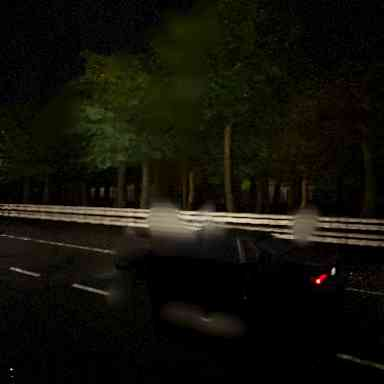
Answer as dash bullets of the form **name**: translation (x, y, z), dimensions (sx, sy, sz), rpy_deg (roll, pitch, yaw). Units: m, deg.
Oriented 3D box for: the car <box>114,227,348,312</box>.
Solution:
- **car**: translation (0.612, 1.549, 7.729), dimensions (5.357, 1.411, 2.033), rpy_deg (0, 0, 36)
